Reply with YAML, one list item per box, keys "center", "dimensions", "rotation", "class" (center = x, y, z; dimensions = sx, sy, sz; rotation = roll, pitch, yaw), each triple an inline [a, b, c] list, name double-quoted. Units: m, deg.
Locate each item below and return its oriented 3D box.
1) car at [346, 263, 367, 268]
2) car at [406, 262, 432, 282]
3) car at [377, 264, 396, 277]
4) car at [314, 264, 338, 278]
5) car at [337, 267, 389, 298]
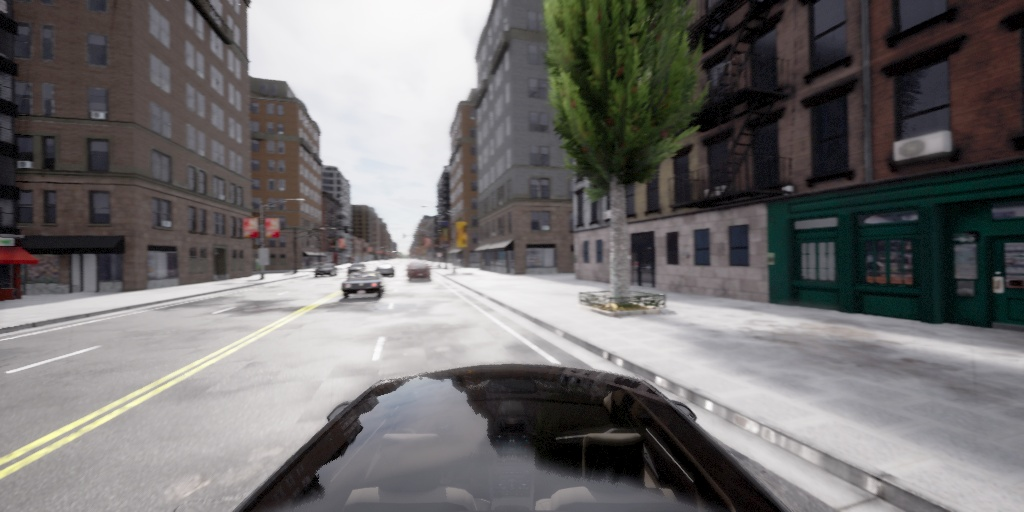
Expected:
- center: [-18.191, 1.568, 42.228]
  dimensions: [1.837, 1.490, 4.892]
  rotation: [-1, -1, -16]
  class: "car"
- center: [-8.156, 1.364, 31.624]
  dimensions: [1.882, 1.535, 5.008]
  rotation: [-1, 0, -16]
  class: "car"
- center: [-13.706, 1.546, 38.936]
  dimensions: [1.994, 1.385, 4.181]
  rotation: [-1, 0, -16]
  class: "car"
- center: [-21.246, 1.624, 41.087]
  dimensions: [1.837, 1.490, 4.892]
  rotation: [-1, -1, -16]
  class: "car"
- center: [-8.021, 1.490, 19.718]
  dimensions: [1.895, 1.301, 4.718]
  rotation: [-1, 0, -16]
  class: "car"
